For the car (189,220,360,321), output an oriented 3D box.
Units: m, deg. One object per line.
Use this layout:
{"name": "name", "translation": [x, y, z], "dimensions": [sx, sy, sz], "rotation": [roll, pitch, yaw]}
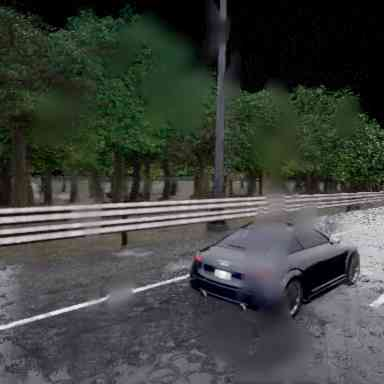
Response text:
{"name": "car", "translation": [1.912, 1.302, 6.908], "dimensions": [1.994, 1.385, 4.181], "rotation": [4, 3, 44]}
